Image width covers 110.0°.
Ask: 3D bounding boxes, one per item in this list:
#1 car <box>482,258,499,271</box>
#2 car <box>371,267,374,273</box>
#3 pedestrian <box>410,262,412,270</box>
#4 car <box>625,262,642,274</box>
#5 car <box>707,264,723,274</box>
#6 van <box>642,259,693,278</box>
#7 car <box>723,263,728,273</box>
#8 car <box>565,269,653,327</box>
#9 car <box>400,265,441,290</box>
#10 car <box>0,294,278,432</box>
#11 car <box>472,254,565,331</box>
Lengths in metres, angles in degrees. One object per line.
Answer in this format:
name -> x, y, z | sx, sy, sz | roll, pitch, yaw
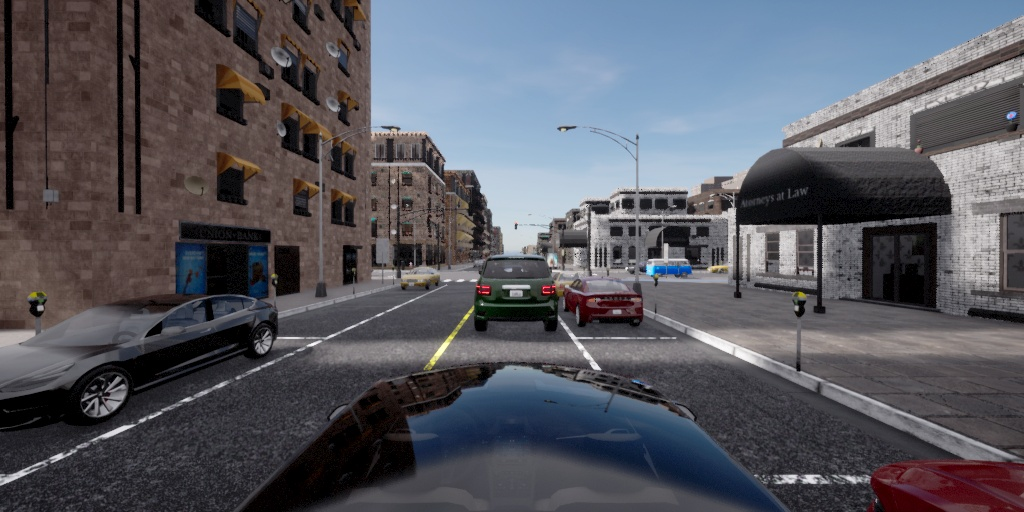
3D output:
car -> -3.081, 1.126, 51.960 | 2.097, 1.767, 4.553 | 0, 0, 1
car -> -16.453, 1.346, 35.938 | 4.718, 1.301, 1.895 | 0, 0, 0
pedestrian -> -12.595, 1.215, 44.699 | 0.500, 1.100, 0.500 | 0, 0, 0
car -> 14.957, 1.279, 39.358 | 4.902, 1.511, 2.128 | 0, 0, -2
car -> 25.518, 1.324, 42.010 | 4.829, 1.417, 1.751 | 0, 0, 0
van -> 14.682, 1.166, 33.558 | 3.998, 1.789, 1.690 | 0, 0, 0
car -> 26.405, 1.419, 39.423 | 4.718, 1.301, 1.895 | 0, 0, 0
car -> 2.697, 1.295, 11.404 | 1.888, 1.381, 4.507 | 0, 0, 0
car -> -5.674, 1.279, 22.639 | 1.751, 1.417, 4.829 | 0, 0, 0
car -> -5.688, 1.315, 5.720 | 1.948, 1.339, 4.313 | 0, 0, 0
car -> 0.105, 0.972, 11.076 | 2.150, 2.045, 5.566 | 0, 0, 0
